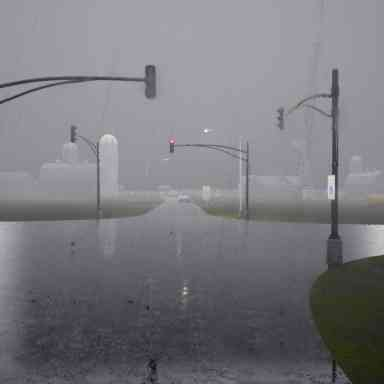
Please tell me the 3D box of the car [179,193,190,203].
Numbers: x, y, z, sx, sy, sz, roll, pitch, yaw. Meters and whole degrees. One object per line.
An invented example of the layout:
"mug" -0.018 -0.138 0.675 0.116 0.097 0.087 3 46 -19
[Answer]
"car" -1.523 1.557 69.974 1.812 1.442 4.674 0 0 -3

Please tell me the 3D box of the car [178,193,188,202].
"car" -2.109 1.193 80.009 2.150 2.045 5.566 0 0 -4
